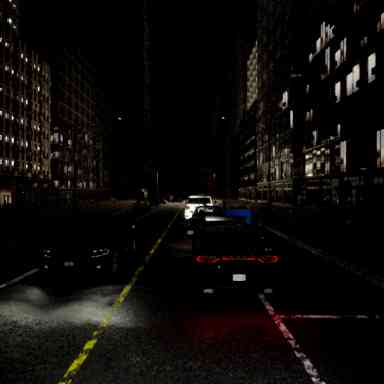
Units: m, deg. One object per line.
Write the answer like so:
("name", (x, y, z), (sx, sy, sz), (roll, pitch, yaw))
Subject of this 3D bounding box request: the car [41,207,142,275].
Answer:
("car", (-3.001, 1.478, 10.610), (1.882, 1.535, 5.008), (0, 0, 0))

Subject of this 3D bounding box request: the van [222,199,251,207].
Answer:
("van", (2.686, 1.342, 21.070), (1.690, 1.788, 3.998), (0, 0, 0))

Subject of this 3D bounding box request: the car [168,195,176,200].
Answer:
("car", (-5.701, 1.579, 94.754), (1.947, 1.339, 4.313), (0, 0, 0))

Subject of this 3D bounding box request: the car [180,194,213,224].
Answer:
("car", (0.658, 1.225, 24.913), (2.150, 2.045, 5.566), (0, 0, 4))

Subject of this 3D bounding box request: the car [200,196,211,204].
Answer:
("car", (2.682, 1.559, 66.414), (2.008, 1.369, 4.403), (0, 0, 0))

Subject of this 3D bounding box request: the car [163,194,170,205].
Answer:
("car", (-5.698, 1.558, 60.746), (2.008, 1.369, 4.403), (0, 0, 0))

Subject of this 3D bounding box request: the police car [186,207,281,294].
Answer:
("police car", (0.900, 1.425, 8.913), (1.930, 1.638, 5.238), (0, 0, 0))

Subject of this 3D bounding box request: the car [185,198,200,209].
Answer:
("car", (0.014, 1.568, 46.199), (1.994, 1.385, 4.181), (0, 0, 0))

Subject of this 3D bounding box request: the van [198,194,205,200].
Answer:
("van", (2.679, 1.354, 94.754), (1.690, 1.788, 3.998), (0, 0, 0))

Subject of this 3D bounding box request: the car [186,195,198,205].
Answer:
("car", (-0.006, 1.359, 60.130), (2.097, 1.767, 4.553), (0, 0, 0))

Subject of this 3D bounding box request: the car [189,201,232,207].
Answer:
("car", (0.899, 1.479, 18.804), (1.882, 1.535, 5.008), (0, 0, 0))

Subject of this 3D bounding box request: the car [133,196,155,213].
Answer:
("car", (-5.695, 1.528, 37.904), (1.752, 1.417, 4.829), (0, 0, 0))

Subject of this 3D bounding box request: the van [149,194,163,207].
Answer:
("van", (-5.697, 1.346, 49.411), (1.690, 1.788, 3.998), (0, 0, 0))

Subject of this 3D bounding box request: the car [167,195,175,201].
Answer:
("car", (-5.701, 1.557, 89.087), (1.887, 1.381, 4.507), (0, 0, 0))

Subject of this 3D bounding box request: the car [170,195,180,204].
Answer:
("car", (-3.006, 1.533, 64.635), (1.812, 1.442, 4.674), (0, 0, 0))

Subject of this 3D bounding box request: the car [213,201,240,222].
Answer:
("car", (2.686, 1.527, 26.908), (1.752, 1.417, 4.829), (0, 0, 0))

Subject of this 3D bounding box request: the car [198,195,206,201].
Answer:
("car", (2.679, 1.557, 89.086), (1.887, 1.381, 4.507), (0, 0, 0))

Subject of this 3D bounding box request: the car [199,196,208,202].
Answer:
("car", (2.681, 1.555, 77.750), (1.887, 1.381, 4.507), (0, 0, 0))
